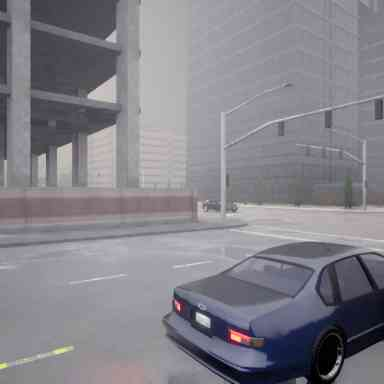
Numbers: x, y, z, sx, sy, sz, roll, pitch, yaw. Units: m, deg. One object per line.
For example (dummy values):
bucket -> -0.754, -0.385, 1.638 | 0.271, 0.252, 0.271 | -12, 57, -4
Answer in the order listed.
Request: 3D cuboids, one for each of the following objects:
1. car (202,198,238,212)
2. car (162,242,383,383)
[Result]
car -> 3.106, 1.505, 37.433 | 1.837, 1.490, 4.892 | 0, 0, -36
car -> 2.184, 1.547, 5.348 | 5.357, 1.411, 2.033 | 0, 0, -35
